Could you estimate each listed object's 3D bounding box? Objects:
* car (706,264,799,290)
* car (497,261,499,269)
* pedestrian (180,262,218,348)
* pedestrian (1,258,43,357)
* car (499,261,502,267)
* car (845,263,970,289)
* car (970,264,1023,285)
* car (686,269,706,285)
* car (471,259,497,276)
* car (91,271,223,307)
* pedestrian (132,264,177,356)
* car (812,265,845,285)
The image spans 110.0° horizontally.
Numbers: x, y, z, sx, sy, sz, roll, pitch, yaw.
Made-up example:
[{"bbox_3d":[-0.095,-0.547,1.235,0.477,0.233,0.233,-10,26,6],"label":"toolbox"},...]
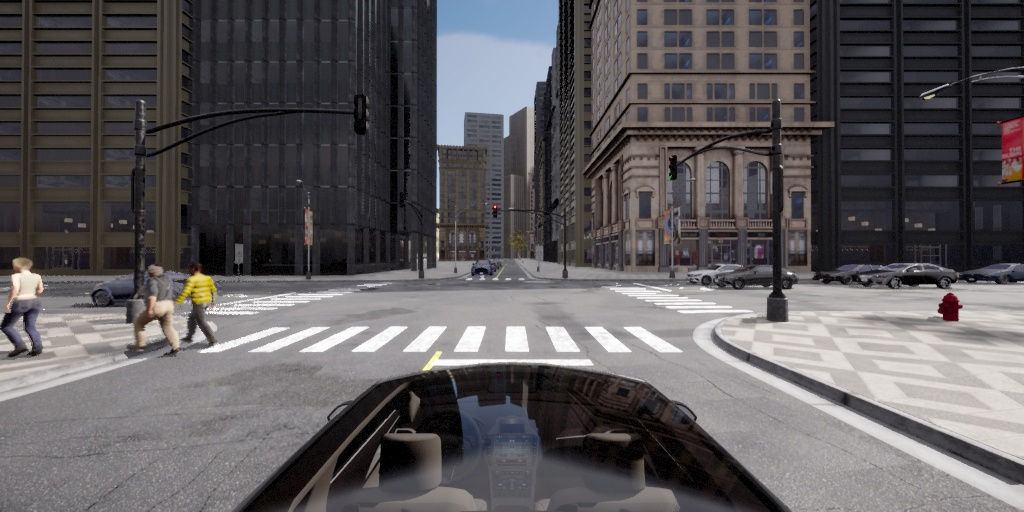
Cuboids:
[{"bbox_3d":[14.707,1.238,21.726,4.674,1.442,1.812,0,0,-1],"label":"car"},{"bbox_3d":[-3.046,1.373,46.661,1.994,1.385,4.181,0,0,0],"label":"car"},{"bbox_3d":[-6.767,1.042,7.771,0.375,1.860,0.375,0,0,0],"label":"pedestrian"},{"bbox_3d":[-8.958,0.892,6.571,0.375,1.860,0.375,0,0,0],"label":"pedestrian"},{"bbox_3d":[-3.032,1.397,56.581,1.994,1.385,4.181,0,0,1],"label":"car"},{"bbox_3d":[23.817,1.181,21.738,4.902,1.511,2.128,0,0,0],"label":"car"},{"bbox_3d":[34.652,1.234,24.994,5.357,1.411,2.033,0,0,-1],"label":"car"},{"bbox_3d":[14.643,1.262,24.986,4.674,1.442,1.812,0,0,0],"label":"car"},{"bbox_3d":[-3.039,1.141,37.641,2.097,1.767,4.553,0,0,0],"label":"car"},{"bbox_3d":[-14.711,1.322,15.014,4.181,1.385,1.994,0,0,0],"label":"car"},{"bbox_3d":[-7.068,1.043,7.098,0.375,1.860,0.375,0,0,0],"label":"pedestrian"},{"bbox_3d":[24.225,1.259,24.990,5.357,1.411,2.033,0,0,0],"label":"car"}]
